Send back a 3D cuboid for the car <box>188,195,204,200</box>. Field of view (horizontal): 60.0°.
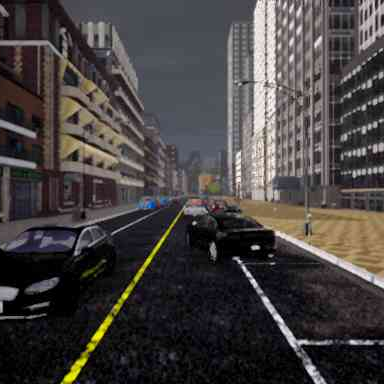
[{"bbox_3d":[0.411,1.508,54.918,2.097,1.767,4.553,0,0,0],"label":"car"}]

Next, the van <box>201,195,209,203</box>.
[{"bbox_3d":[3.145,1.588,79.394,1.690,1.788,3.998,0,0,0],"label":"van"}]

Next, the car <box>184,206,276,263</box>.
[{"bbox_3d":[1.186,1.506,12.256,1.882,1.535,5.008,0,0,-16],"label":"car"}]

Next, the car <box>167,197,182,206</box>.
[{"bbox_3d":[-2.685,1.724,56.149,1.994,1.385,4.181,0,0,1],"label":"car"}]

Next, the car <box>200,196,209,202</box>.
[{"bbox_3d":[3.176,1.820,84.915,2.008,1.369,4.403,0,0,0],"label":"car"}]

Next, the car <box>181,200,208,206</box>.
[{"bbox_3d":[0.262,1.681,30.814,1.895,1.301,4.718,0,0,0],"label":"car"}]

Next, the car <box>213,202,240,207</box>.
[{"bbox_3d":[2.829,1.626,24.165,1.947,1.339,4.313,0,0,0],"label":"car"}]

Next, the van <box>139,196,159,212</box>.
[{"bbox_3d":[-5.456,1.450,40.783,1.690,1.788,3.998,0,0,0],"label":"van"}]

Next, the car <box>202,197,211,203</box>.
[{"bbox_3d":[3.113,1.769,73.870,1.887,1.381,4.507,0,0,0],"label":"car"}]

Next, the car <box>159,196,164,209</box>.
[{"bbox_3d":[-5.425,1.671,46.305,1.887,1.381,4.507,0,0,0],"label":"car"}]

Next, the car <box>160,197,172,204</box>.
[{"bbox_3d":[-5.299,1.753,68.395,2.008,1.369,4.403,0,0,0],"label":"car"}]

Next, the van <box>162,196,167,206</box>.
[{"bbox_3d":[-5.362,1.503,57.350,1.690,1.788,3.998,0,0,0],"label":"van"}]

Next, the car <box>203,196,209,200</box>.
[{"bbox_3d":[2.956,1.679,46.257,2.008,1.369,4.403,0,0,0],"label":"car"}]

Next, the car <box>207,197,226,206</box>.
[{"bbox_3d":[2.893,1.534,35.211,1.967,1.590,4.097,0,0,0],"label":"car"}]

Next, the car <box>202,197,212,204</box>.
[{"bbox_3d":[3.081,1.769,68.347,1.947,1.339,4.313,0,0,0],"label":"car"}]

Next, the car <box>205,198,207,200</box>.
[{"bbox_3d":[2.924,1.662,40.733,2.008,1.369,4.403,0,0,0],"label":"car"}]

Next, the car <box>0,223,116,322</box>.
[{"bbox_3d":[-3.060,1.508,7.551,2.128,1.511,4.902,0,0,0],"label":"car"}]

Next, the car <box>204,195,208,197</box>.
[{"bbox_3d":[3.019,1.604,57.301,1.967,1.590,4.097,0,0,0],"label":"car"}]
